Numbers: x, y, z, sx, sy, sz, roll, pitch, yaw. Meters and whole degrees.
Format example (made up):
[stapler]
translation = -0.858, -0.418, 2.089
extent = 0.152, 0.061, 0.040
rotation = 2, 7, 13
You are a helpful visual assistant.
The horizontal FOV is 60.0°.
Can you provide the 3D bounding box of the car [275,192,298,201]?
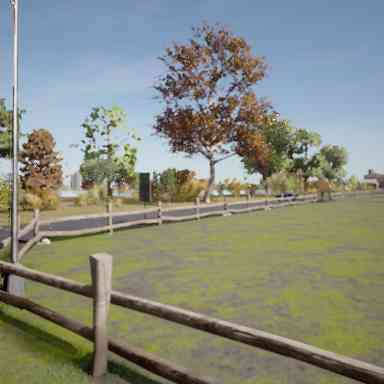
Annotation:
[car]
translation = 14.185, 0.637, 49.927
extent = 1.895, 1.301, 4.718
rotation = 1, 1, 37
